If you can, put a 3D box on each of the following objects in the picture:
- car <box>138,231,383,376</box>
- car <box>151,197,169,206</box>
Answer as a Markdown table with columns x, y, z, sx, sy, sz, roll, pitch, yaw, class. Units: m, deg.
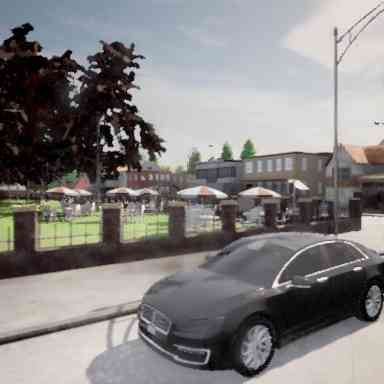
| x | y | z | sx | sy | sz | roll | pitch | yaw | class |
| --- | --- | --- | --- | --- | --- | --- | --- | --- | --- |
| 1.468 | 1.494 | 5.636 | 4.892 | 1.490 | 1.837 | 0 | 0 | -35 | car |
| -4.928 | 1.448 | 48.663 | 1.837 | 1.490 | 4.892 | 0 | 0 | -35 | car |
